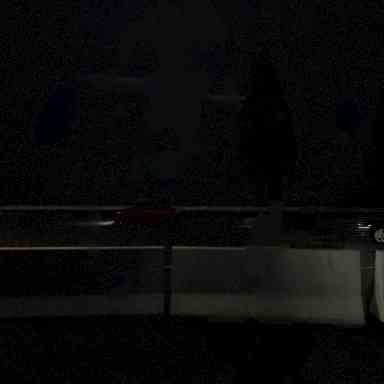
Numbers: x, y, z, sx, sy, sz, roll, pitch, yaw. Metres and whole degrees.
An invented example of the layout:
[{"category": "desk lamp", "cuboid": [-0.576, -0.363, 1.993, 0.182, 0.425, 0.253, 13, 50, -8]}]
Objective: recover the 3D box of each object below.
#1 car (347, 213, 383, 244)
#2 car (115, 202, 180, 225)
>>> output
[{"category": "car", "cuboid": [9.571, 1.416, 14.772, 5.008, 1.535, 1.882, 0, 0, 3]}, {"category": "car", "cuboid": [-2.862, 1.351, 21.718, 4.181, 1.385, 1.994, 0, 0, -2]}]
